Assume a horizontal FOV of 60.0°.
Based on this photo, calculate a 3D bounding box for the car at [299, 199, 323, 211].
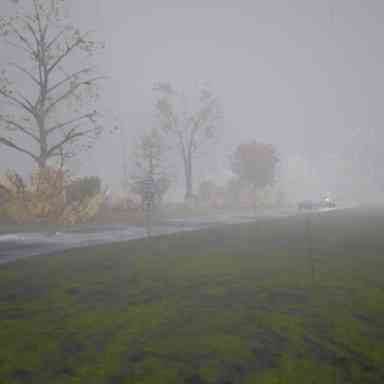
[{"bbox_3d":[16.513,1.855,46.855,1.837,1.490,4.892,1,-1,36],"label":"car"}]

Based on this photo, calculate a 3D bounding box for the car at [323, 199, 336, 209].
[{"bbox_3d":[22.391,1.908,55.068,2.128,1.511,4.902,1,0,36],"label":"car"}]
